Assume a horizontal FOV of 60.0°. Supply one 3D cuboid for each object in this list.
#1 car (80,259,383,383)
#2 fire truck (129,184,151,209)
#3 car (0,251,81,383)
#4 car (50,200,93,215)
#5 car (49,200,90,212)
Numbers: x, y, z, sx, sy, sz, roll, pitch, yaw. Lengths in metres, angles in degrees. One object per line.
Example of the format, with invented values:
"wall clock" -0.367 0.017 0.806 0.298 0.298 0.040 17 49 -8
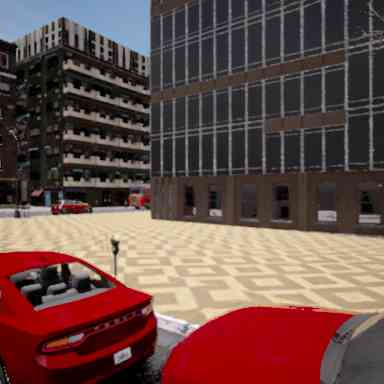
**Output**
"car" 2.010 1.322 1.453 5.009 1.841 2.192 1 0 35
"fire truck" -6.005 0.737 52.402 2.891 3.827 8.468 0 -1 35
"car" -2.521 1.511 4.678 4.507 1.381 1.887 1 0 35
"car" -12.130 1.537 33.807 1.967 1.590 4.097 -1 -2 35
"car" -15.795 1.727 43.060 1.752 1.417 4.829 -1 -2 35
